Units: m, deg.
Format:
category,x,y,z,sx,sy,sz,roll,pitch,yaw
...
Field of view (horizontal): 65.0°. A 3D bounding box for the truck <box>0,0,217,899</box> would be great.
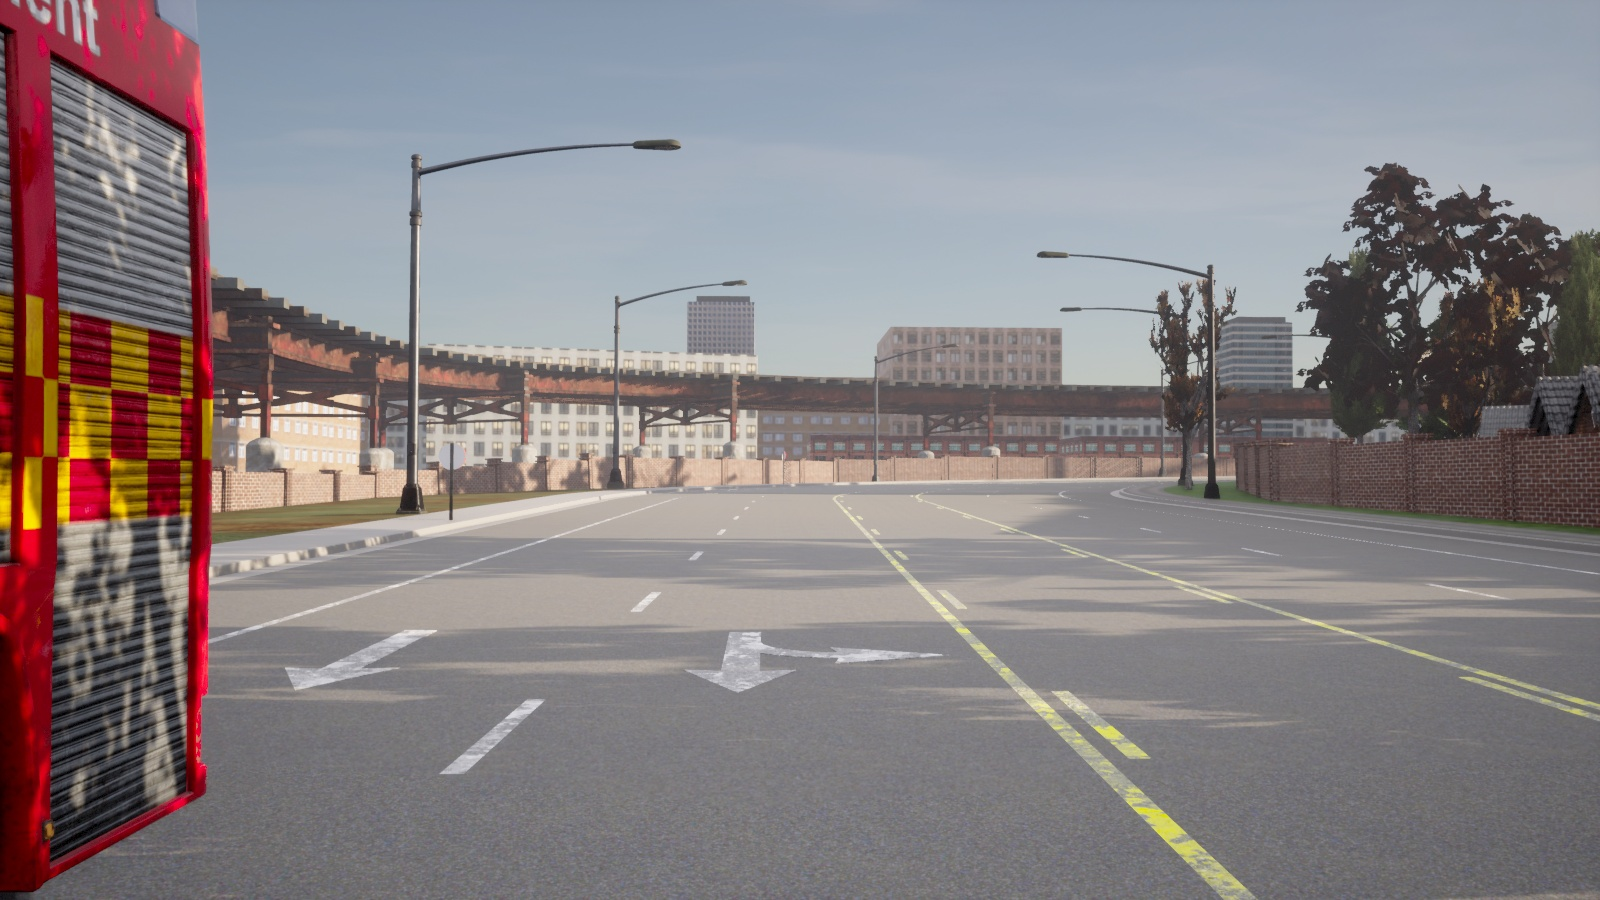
category,x,y,z,sx,sy,sz,roll,pitch,yaw
truck,-3.504,-0.332,0.213,2.891,3.827,8.468,0,-1,0
